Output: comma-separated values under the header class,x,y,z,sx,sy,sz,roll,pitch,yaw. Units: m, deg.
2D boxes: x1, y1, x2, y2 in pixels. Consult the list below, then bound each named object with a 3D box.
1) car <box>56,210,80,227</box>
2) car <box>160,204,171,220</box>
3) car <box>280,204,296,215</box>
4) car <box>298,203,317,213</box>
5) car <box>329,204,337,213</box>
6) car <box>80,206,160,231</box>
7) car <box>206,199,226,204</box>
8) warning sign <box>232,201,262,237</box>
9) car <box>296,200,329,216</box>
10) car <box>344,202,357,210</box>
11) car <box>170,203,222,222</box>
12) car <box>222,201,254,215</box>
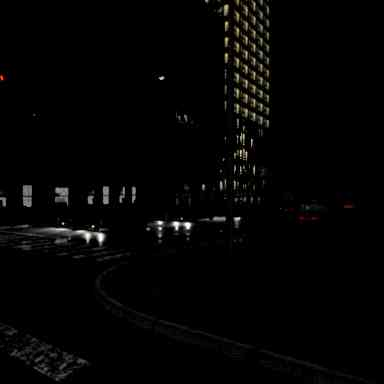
class,x,y,z,sx,sy,sz,roll,pitch,yaw
car,-7.573,1.870,25.485,2.033,1.411,5.357,0,-1,33
car,-2.390,1.999,33.564,1.837,1.490,4.892,0,-1,33
car,13.755,2.416,46.424,1.994,1.385,4.181,0,-1,33
car,19.044,2.552,54.768,1.812,1.442,4.674,0,-1,33
car,21.780,2.594,53.014,1.994,1.385,4.181,0,-1,33
car,-4.917,1.872,23.607,2.033,1.411,5.357,0,-1,33
car,3.144,1.900,42.185,2.150,2.045,5.566,0,-1,32
warning sign,3.091,1.453,18.556,1.300,1.860,1.060,1,1,33
car,16.056,2.064,44.025,2.150,2.045,5.566,0,-1,35
car,31.329,2.787,65.799,1.882,1.535,5.008,0,-1,33
car,0.520,2.052,32.086,2.033,1.411,5.357,0,-1,33
car,6.002,2.177,40.617,2.128,1.511,4.902,0,-1,33
